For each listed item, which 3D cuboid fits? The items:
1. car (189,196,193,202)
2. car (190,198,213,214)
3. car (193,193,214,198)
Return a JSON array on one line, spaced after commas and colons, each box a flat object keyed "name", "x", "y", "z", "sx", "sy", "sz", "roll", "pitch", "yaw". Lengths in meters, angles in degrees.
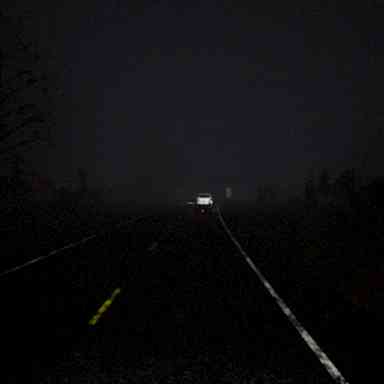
[{"name": "car", "x": 0.569, "y": 1.454, "z": 70.360, "sx": 1.812, "sy": 1.442, "sz": 4.674, "roll": 0, "pitch": 0, "yaw": 6}, {"name": "car", "x": 1.178, "y": 1.574, "z": 35.196, "sx": 1.895, "sy": 1.301, "sz": 4.718, "roll": 0, "pitch": 0, "yaw": 3}, {"name": "car", "x": 1.828, "y": 1.185, "z": 46.462, "sx": 2.150, "sy": 2.045, "sz": 5.566, "roll": 0, "pitch": 0, "yaw": 5}]
